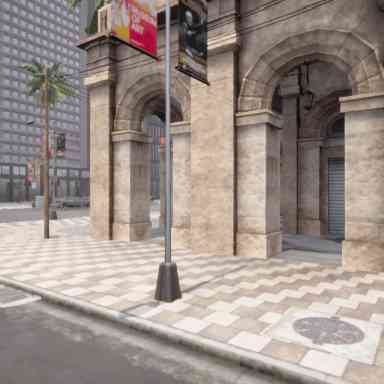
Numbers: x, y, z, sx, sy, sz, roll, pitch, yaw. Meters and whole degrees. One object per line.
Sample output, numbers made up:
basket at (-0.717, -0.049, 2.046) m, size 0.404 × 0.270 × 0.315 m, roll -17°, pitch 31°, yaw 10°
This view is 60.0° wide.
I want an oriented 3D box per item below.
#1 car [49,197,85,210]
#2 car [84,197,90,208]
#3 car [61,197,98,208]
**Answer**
car at (-16.099, 1.492, 43.421) m, size 2.128 × 1.511 × 4.902 m, roll 0°, pitch 0°, yaw 36°
car at (-11.514, 1.564, 43.818) m, size 1.994 × 1.385 × 4.181 m, roll 0°, pitch 0°, yaw 36°
car at (-16.291, 1.513, 48.472) m, size 2.161 × 1.482 × 4.786 m, roll 0°, pitch 0°, yaw 35°
